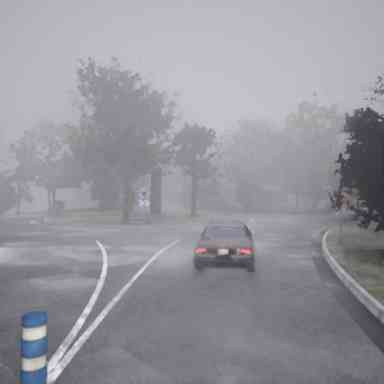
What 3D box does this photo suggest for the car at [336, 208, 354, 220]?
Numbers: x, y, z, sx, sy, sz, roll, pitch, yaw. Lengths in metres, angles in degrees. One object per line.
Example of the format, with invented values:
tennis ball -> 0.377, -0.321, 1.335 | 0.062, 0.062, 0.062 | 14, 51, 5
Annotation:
car -> 16.507, 2.071, 32.721 | 4.674, 1.442, 1.812 | 1, -2, -12

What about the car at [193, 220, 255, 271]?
car -> 1.185, 1.683, 11.407 | 2.033, 1.411, 5.357 | 0, -1, 8
